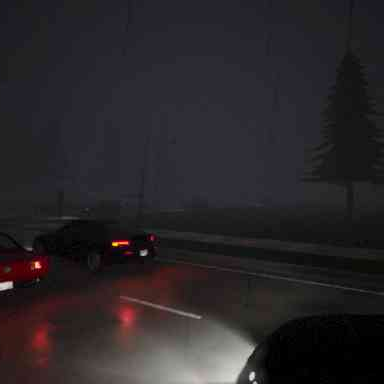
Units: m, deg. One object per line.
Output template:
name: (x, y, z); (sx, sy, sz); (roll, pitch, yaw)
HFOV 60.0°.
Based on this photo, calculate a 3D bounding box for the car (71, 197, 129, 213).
car: (-8.582, 1.515, 31.359); (1.812, 1.442, 4.674); (0, 0, 36)

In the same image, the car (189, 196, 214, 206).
car: (1.668, 1.513, 56.914); (1.812, 1.442, 4.674); (0, 0, 37)

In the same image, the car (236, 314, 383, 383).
car: (2.370, 1.564, 2.283); (4.181, 1.385, 1.994); (0, 0, 36)

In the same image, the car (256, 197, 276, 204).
car: (13.817, 1.536, 61.406); (2.033, 1.411, 5.357); (0, 0, 37)

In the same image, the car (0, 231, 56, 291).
car: (-5.531, 1.597, 7.975); (4.718, 1.301, 1.895); (0, 0, 36)

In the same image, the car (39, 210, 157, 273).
car: (-3.196, 1.522, 10.604); (4.674, 1.442, 1.812); (0, 0, 36)

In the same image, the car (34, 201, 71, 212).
car: (-14.204, 1.587, 35.562); (1.895, 1.301, 4.718); (0, 0, 37)

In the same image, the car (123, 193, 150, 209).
car: (-7.942, 1.202, 44.005); (2.150, 2.045, 5.566); (0, 1, 37)

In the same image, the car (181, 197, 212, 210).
car: (0.486, 1.515, 43.582); (1.812, 1.442, 4.674); (0, 0, 36)
